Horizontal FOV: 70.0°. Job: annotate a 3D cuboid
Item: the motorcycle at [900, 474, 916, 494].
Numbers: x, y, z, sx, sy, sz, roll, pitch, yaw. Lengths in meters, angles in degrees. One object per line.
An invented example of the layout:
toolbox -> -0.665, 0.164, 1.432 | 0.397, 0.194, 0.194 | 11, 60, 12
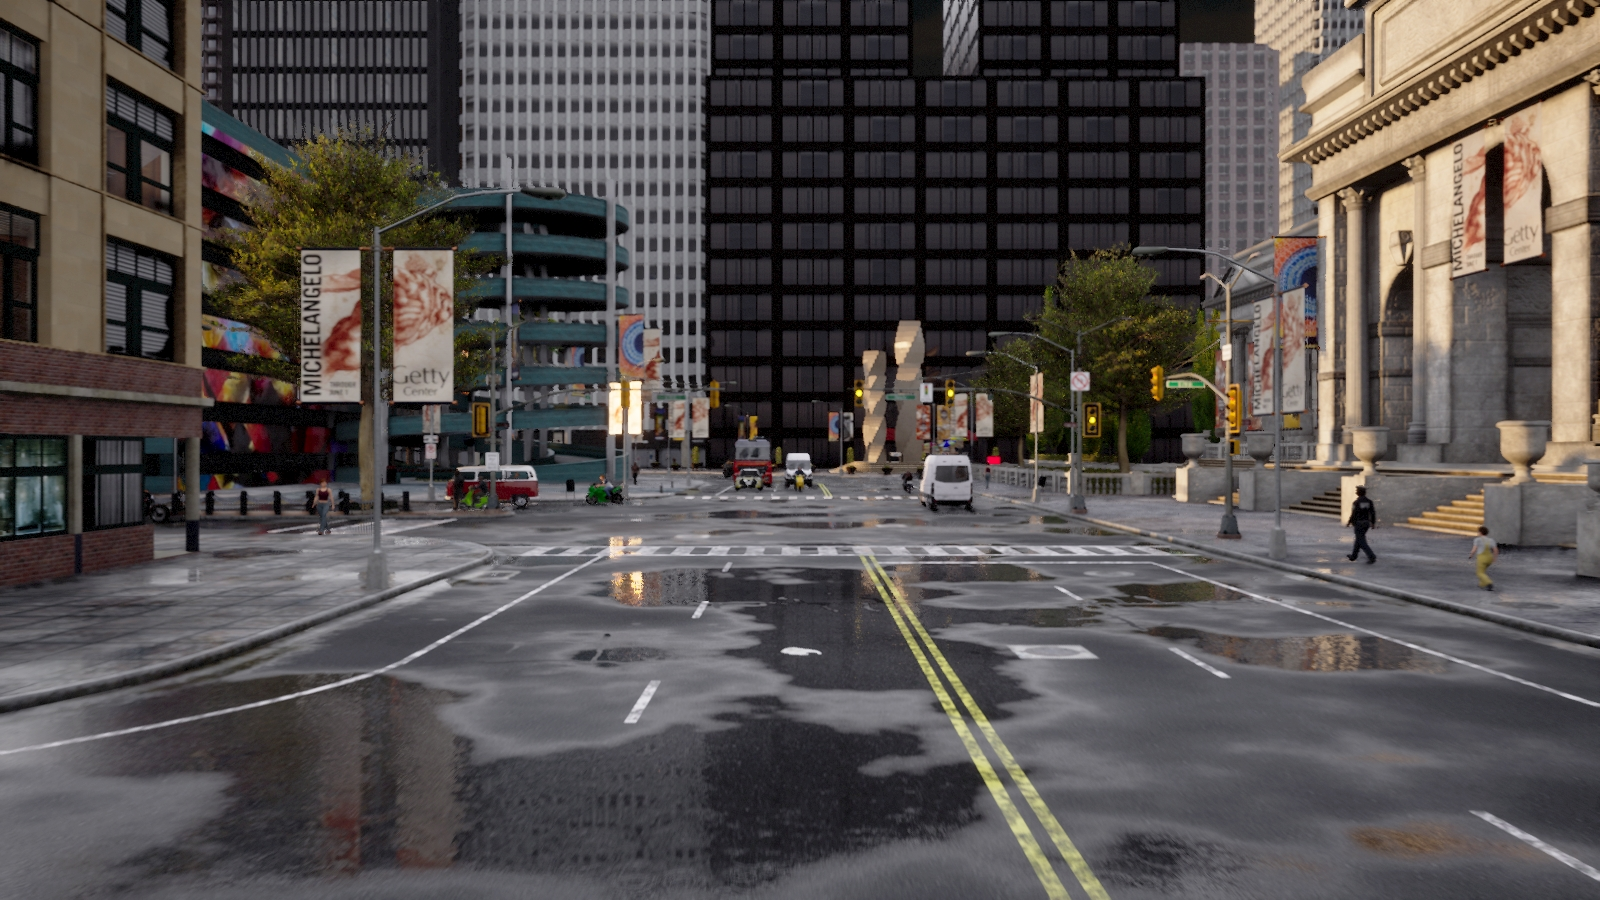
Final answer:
motorcycle -> 7.005, 2.205, 74.215 | 0.867, 1.251, 2.209 | 0, 0, 0

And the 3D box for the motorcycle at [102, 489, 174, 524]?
motorcycle -> -25.495, 2.170, 44.023 | 2.356, 1.277, 0.764 | 0, 0, 0

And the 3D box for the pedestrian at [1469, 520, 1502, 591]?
pedestrian -> 12.908, 1.976, 21.520 | 0.375, 1.300, 0.375 | 0, 0, -4

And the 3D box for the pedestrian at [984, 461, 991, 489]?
pedestrian -> 12.537, 1.696, 76.267 | 0.375, 1.860, 0.375 | 0, 0, 21

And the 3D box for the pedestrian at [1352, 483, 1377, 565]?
pedestrian -> 13.012, 1.696, 26.342 | 0.375, 1.860, 0.375 | 0, 0, -9

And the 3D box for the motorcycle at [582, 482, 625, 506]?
motorcycle -> -9.965, 2.213, 57.947 | 2.033, 1.145, 0.803 | 0, 0, -31

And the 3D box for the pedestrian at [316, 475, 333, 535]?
pedestrian -> -14.685, 1.696, 35.298 | 0.375, 1.860, 0.375 | 0, 0, -4

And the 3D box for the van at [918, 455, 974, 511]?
van -> 6.998, 1.534, 55.434 | 1.988, 2.561, 5.915 | 0, 0, 0

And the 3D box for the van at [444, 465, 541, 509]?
van -> -15.054, 1.783, 56.032 | 4.480, 2.038, 2.069 | 0, 0, -15

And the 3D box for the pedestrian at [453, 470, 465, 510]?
pedestrian -> -15.861, 1.849, 53.111 | 0.375, 1.860, 0.375 | 0, 0, 18
